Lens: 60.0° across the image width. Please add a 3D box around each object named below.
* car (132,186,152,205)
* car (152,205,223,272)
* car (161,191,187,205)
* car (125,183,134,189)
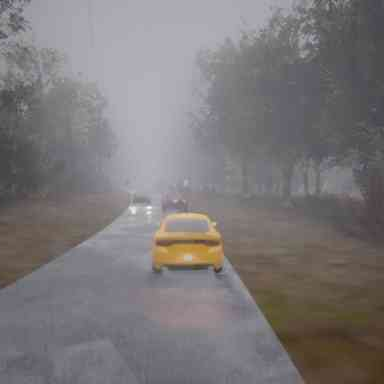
[{"bbox_3d":[-5.339,0.516,35.590,1.882,1.535,5.008,1,3,-8],"label":"car"},{"bbox_3d":[-0.175,1.407,10.589,1.882,1.535,5.008,0,1,-2],"label":"car"},{"bbox_3d":[-1.640,0.723,29.678,2.097,1.767,4.553,0,2,-6],"label":"car"},{"bbox_3d":[-14.231,-1.332,76.078,1.812,1.442,4.674,1,2,-17],"label":"car"}]
